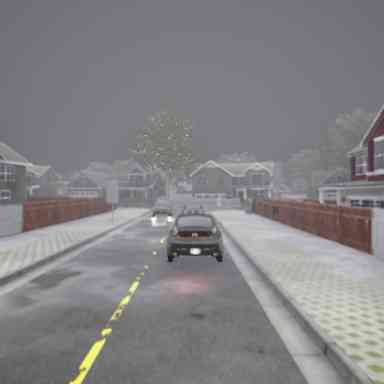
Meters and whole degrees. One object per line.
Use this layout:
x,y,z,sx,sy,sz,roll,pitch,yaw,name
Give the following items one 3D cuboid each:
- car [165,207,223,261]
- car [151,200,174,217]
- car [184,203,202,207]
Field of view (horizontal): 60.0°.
0.092,1.520,12.388,1.837,1.490,4.892,0,0,0,car
-2.785,1.549,32.363,1.837,1.490,4.892,0,-1,0,car
0.076,1.637,28.649,1.895,1.301,4.718,0,0,0,car
